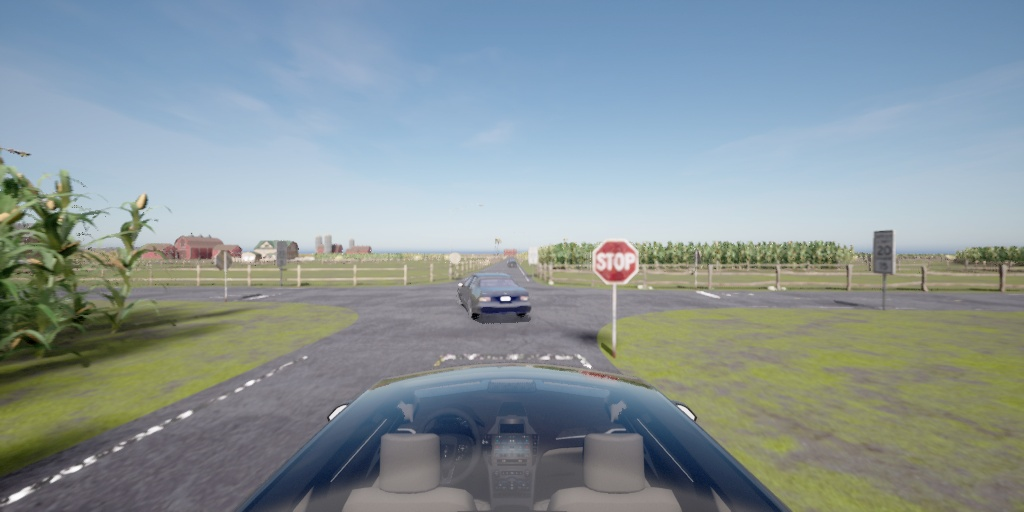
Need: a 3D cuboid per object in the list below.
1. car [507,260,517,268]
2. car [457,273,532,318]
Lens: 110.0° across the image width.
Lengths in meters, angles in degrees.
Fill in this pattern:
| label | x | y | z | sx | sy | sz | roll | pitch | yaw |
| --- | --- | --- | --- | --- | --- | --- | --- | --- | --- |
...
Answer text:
| label | x | y | z | sx | sy | sz | roll | pitch | yaw |
| --- | --- | --- | --- | --- | --- | --- | --- | --- | --- |
| car | 0.003 | 1.387 | 65.178 | 2.128 | 1.511 | 4.902 | 0 | 0 | 0 |
| car | -0.845 | 1.336 | 13.211 | 2.033 | 1.411 | 5.357 | 0 | 0 | -15 |
